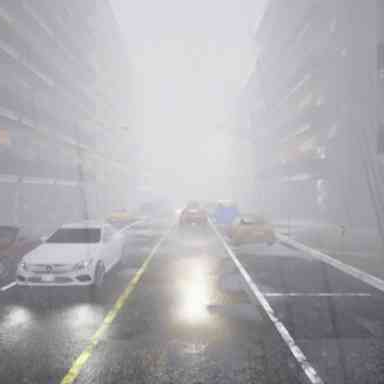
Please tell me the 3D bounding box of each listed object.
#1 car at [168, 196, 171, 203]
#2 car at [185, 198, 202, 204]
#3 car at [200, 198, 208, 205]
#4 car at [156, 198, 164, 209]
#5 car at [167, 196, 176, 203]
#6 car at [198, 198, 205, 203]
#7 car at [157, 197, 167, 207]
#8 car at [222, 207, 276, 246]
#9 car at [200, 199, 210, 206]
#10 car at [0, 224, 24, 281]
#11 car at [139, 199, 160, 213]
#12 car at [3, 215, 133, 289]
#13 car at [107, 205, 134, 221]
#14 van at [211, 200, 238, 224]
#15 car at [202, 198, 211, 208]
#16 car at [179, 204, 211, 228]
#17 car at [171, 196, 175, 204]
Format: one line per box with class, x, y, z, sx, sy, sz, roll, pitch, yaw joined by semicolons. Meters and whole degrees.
car;-5.699;1.991;65.300;1.967;1.590;4.097;0;0;0
car;0.101;1.887;45.686;1.837;1.490;4.892;0;-1;0
car;2.683;2.176;76.502;1.752;1.417;4.829;-1;-1;0
car;-5.697;1.953;48.729;1.887;1.381;4.507;0;0;0
car;-5.699;2.110;92.916;2.192;1.841;5.009;-1;-1;0
car;2.684;2.341;92.901;1.887;1.381;4.507;-1;-1;0
car;-5.698;2.000;54.252;1.887;1.381;4.507;0;0;0
car;2.682;1.656;15.746;1.752;1.417;4.829;0;0;0
car;2.683;2.151;70.808;2.008;1.369;4.403;-1;-1;0
car;-5.698;1.665;10.066;1.802;1.307;4.206;0;0;0
car;-5.697;1.927;43.205;1.947;1.339;4.313;0;0;0
car;-3.099;1.604;9.497;1.812;1.442;4.674;0;0;0
car;-5.699;1.745;26.466;1.752;1.417;4.829;0;0;0
van;2.681;1.563;26.625;1.690;1.788;3.998;-1;0;0
car;2.683;1.960;48.715;2.008;1.369;4.403;-1;0;0
car;0.100;1.797;23.707;1.895;1.301;4.718;0;0;0
car;-5.697;2.263;81.869;1.947;1.339;4.313;-1;-1;0
